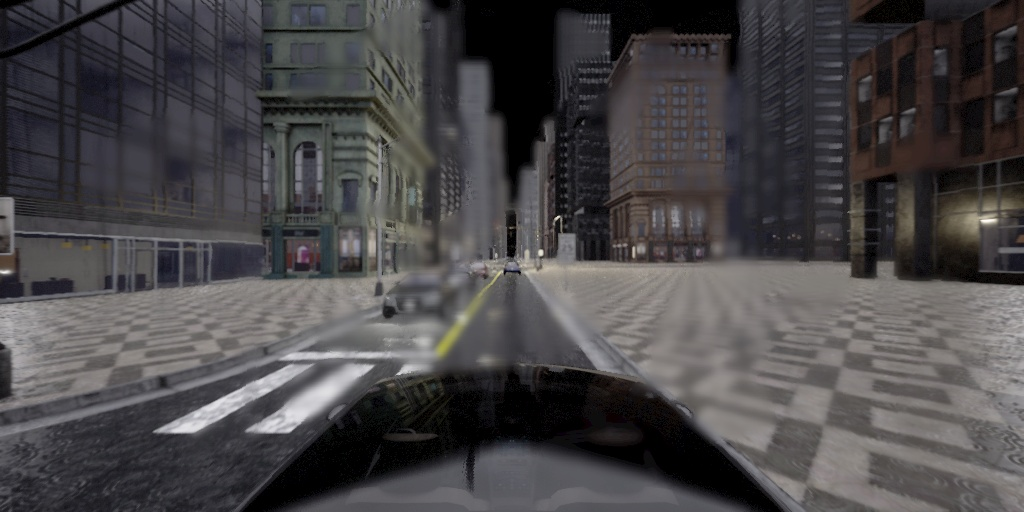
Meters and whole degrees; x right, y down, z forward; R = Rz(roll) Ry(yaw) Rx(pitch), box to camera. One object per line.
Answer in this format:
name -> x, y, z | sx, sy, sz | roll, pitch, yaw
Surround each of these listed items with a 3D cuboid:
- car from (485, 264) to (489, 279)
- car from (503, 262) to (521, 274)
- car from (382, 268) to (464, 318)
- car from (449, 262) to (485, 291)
car -> -3.069, 1.285, 32.133 | 1.812, 1.442, 4.674 | 0, 0, 0
car -> 0.047, 1.329, 40.825 | 1.994, 1.385, 4.181 | 0, 0, 1
car -> -3.099, 1.315, 12.856 | 1.994, 1.385, 4.181 | 0, 0, 0
car -> -3.088, 1.245, 21.827 | 2.128, 1.511, 4.902 | 0, 0, 0
